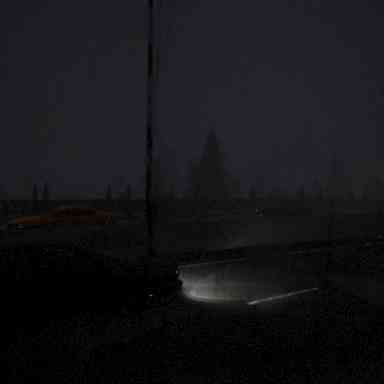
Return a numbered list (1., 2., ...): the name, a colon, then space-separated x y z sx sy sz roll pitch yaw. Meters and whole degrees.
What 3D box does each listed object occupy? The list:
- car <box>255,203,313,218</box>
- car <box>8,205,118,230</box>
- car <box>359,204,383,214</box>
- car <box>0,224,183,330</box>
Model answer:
1. car: 7.602 1.597 27.607 4.718 1.301 1.895 0 0 -23
2. car: -6.203 1.429 16.389 5.008 1.535 1.882 0 0 -32
3. car: 13.565 1.494 22.431 5.008 1.535 1.882 0 0 -20
4. car: -2.819 1.526 5.922 5.357 1.411 2.033 0 0 -34
